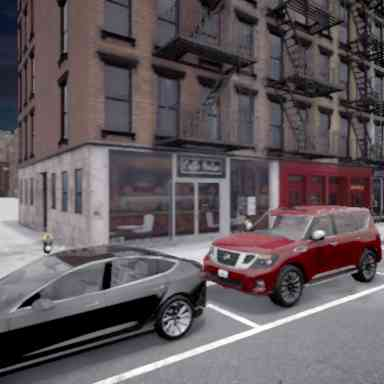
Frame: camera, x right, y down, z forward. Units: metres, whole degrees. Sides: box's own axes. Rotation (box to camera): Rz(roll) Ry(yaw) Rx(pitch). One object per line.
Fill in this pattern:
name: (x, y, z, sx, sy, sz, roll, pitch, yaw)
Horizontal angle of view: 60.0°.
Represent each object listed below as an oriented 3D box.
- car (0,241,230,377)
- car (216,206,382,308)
car: (-1.736, 1.563, 4.961, 4.313, 1.339, 1.947, 0, 0, -35)
car: (2.667, 1.302, 8.098, 5.009, 1.841, 2.192, 0, 0, -35)
